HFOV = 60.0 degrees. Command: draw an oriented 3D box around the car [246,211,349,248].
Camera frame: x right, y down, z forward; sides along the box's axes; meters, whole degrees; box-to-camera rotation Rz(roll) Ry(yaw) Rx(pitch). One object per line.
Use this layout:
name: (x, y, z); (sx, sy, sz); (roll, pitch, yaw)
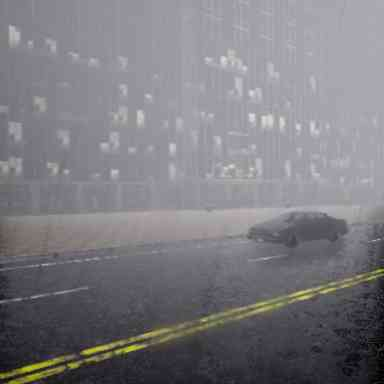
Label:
car: (4.961, 1.582, 15.094); (5.357, 1.411, 2.033); (0, 0, -35)
